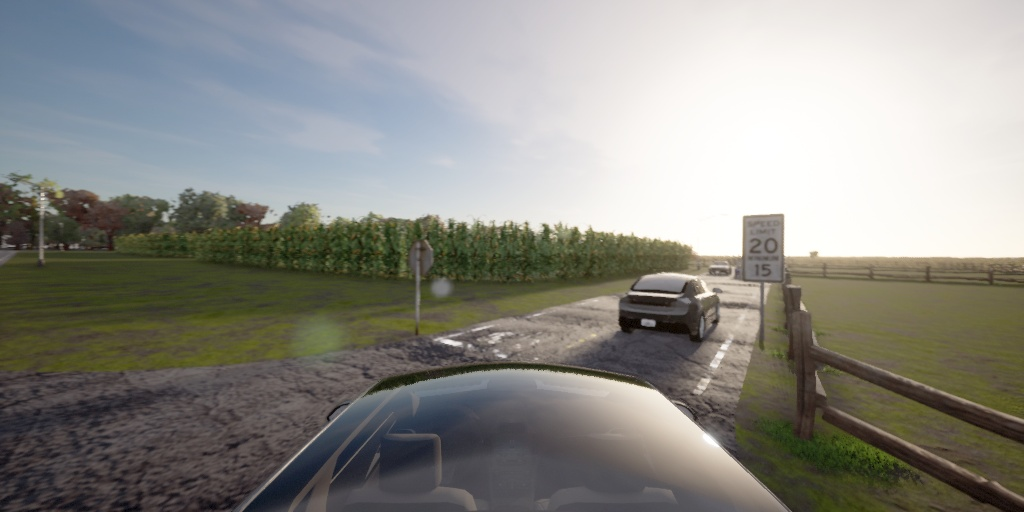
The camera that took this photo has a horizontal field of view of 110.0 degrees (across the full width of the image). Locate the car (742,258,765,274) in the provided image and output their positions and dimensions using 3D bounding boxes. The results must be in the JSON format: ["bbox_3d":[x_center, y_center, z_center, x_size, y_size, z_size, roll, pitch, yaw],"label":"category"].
[{"bbox_3d":[29.195,1.136,43.271,2.097,1.767,4.553,0,0,37],"label":"car"}]

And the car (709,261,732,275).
[{"bbox_3d":[23.204,1.307,39.834,2.033,1.411,5.357,0,0,37],"label":"car"}]

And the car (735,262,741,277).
[{"bbox_3d":[22.809,1.251,34.593,1.882,1.535,5.008,0,0,37],"label":"car"}]

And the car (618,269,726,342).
[{"bbox_3d":[4.467,1.244,9.907,1.837,1.490,4.892,0,0,37],"label":"car"}]
